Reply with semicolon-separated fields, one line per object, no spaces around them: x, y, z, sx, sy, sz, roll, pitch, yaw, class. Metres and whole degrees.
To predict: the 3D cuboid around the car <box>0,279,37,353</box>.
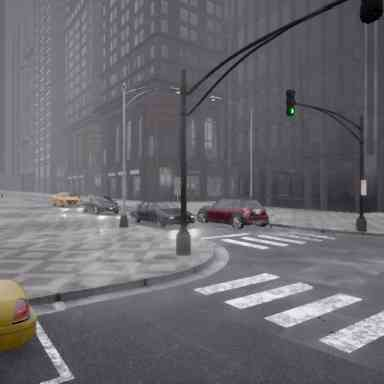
-4.357;1.525;3.536;4.829;1.417;1.752;0;0;-36;car

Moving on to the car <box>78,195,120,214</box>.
-7.775;1.012;28.182;1.837;1.490;4.892;0;1;-36;car

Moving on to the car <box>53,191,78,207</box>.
-13.873;0.799;36.627;1.882;1.535;5.008;0;1;-35;car

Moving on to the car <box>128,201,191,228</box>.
-2.006;1.237;20.199;2.033;1.411;5.357;0;1;-36;car

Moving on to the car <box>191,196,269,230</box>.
2.306;1.100;19.697;2.097;1.767;4.553;0;1;-36;car

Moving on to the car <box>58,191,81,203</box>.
-17.303;0.654;46.811;1.837;1.490;4.892;0;1;-36;car
